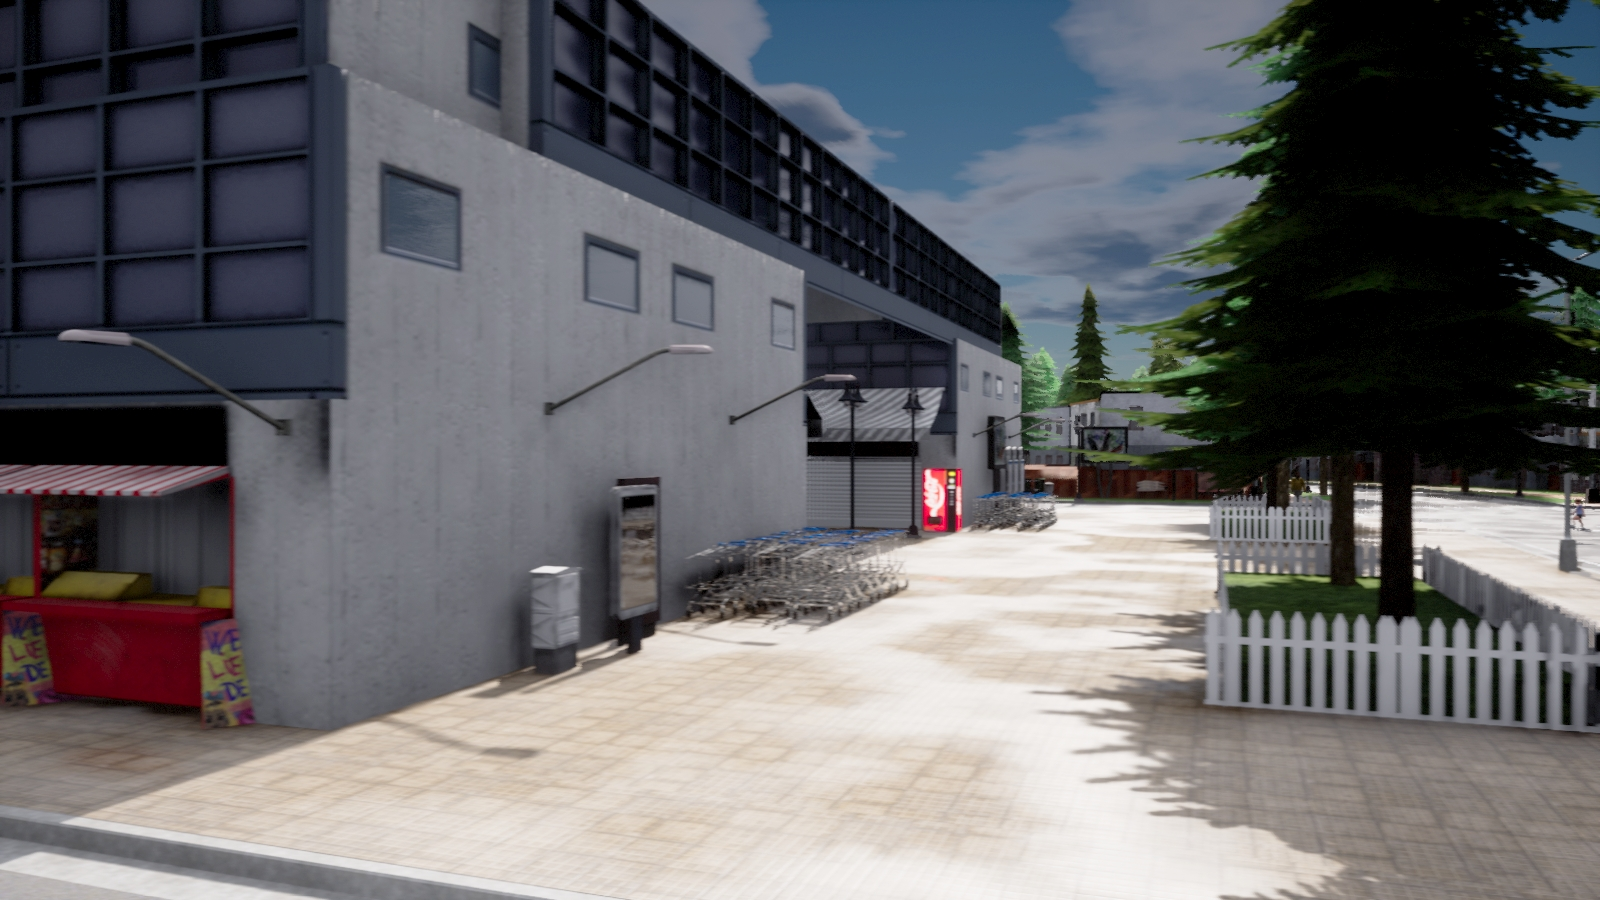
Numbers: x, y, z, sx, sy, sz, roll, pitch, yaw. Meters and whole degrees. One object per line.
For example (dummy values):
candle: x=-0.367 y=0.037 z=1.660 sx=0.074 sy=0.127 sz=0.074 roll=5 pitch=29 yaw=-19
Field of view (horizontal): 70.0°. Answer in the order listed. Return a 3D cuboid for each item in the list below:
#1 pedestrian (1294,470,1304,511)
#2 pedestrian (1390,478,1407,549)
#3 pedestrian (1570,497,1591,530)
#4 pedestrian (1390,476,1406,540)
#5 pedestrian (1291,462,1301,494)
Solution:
pedestrian: x=22.699 y=1.829 z=51.965 sx=0.375 sy=1.860 sz=0.375 roll=0 pitch=0 yaw=21
pedestrian: x=15.933 y=1.688 z=30.434 sx=0.375 sy=1.860 sz=0.375 roll=0 pitch=0 yaw=23
pedestrian: x=27.398 y=2.223 z=40.123 sx=0.500 sy=1.100 sz=0.500 roll=0 pitch=0 yaw=21
pedestrian: x=17.468 y=1.689 z=33.386 sx=0.375 sy=1.860 sz=0.375 roll=0 pitch=0 yaw=20
pedestrian: x=29.365 y=1.659 z=67.664 sx=0.375 sy=1.860 sz=0.375 roll=0 pitch=0 yaw=-10
